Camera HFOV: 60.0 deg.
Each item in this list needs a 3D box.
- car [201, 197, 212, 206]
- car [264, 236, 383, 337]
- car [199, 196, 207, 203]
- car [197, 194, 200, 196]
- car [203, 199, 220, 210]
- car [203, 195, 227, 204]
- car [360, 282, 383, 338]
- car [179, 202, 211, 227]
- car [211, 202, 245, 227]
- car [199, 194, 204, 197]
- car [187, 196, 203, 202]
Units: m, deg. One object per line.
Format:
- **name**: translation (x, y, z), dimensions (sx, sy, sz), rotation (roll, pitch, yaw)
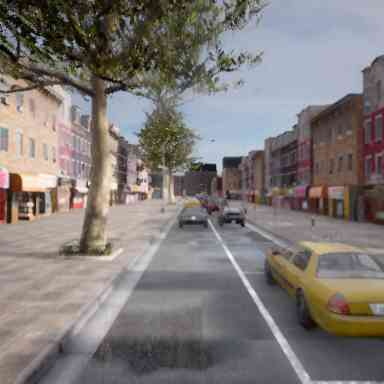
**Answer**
- **car**: translation (2.614, 1.744, 62.048), dimensions (1.887, 1.381, 4.507), rotation (1, 0, 0)
- **car**: translation (2.643, 1.556, 6.807), dimensions (1.752, 1.417, 4.829), rotation (1, 0, 0)
- **car**: translation (2.605, 1.788, 78.671), dimensions (1.887, 1.381, 4.507), rotation (1, 0, 0)
- **car**: translation (2.614, 1.529, 67.590), dimensions (2.192, 1.841, 5.009), rotation (1, 0, 0)
- **car**: translation (2.623, 1.720, 45.425), dimensions (1.947, 1.339, 4.313), rotation (1, 0, 0)
- **car**: translation (2.632, 1.438, 34.344), dimensions (2.192, 1.841, 5.009), rotation (1, 0, 0)
- **car**: translation (2.646, 1.572, 1.096), dimensions (1.947, 1.339, 4.313), rotation (1, 0, 0)
- **car**: translation (0.087, 1.655, 23.421), dimensions (1.994, 1.385, 4.181), rotation (0, 0, 0)
- **car**: translation (2.635, 1.642, 23.262), dimensions (2.008, 1.369, 4.403), rotation (1, 0, 0)
- **car**: translation (2.623, 1.484, 50.967), dimensions (2.192, 1.841, 5.009), rotation (1, 0, 0)
- **car**: translation (0.074, 1.620, 41.321), dimensions (1.882, 1.535, 5.008), rotation (0, 0, 0)
